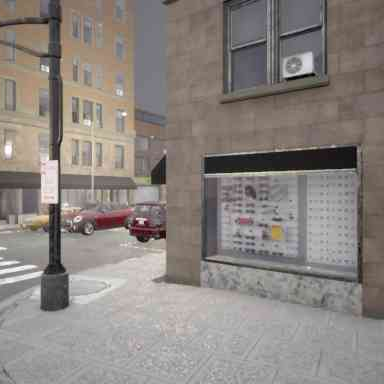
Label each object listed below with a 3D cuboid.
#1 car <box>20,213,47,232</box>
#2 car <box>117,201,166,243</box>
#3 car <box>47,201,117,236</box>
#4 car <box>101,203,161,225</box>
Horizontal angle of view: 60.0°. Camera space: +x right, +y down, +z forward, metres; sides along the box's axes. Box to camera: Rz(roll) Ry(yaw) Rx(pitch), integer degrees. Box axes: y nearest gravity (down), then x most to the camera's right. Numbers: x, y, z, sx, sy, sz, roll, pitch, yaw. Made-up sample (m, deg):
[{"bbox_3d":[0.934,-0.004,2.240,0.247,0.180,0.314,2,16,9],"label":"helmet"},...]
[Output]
[{"bbox_3d":[-7.754,1.519,20.070,1.752,1.417,4.829,0,0,35],"label":"car"},{"bbox_3d":[-0.676,1.305,15.314,2.192,1.841,5.009,0,0,35],"label":"car"},{"bbox_3d":[-5.317,1.344,18.744,2.097,1.767,4.553,0,0,35],"label":"car"},{"bbox_3d":[-4.425,1.548,24.850,1.947,1.339,4.313,0,0,35],"label":"car"}]
